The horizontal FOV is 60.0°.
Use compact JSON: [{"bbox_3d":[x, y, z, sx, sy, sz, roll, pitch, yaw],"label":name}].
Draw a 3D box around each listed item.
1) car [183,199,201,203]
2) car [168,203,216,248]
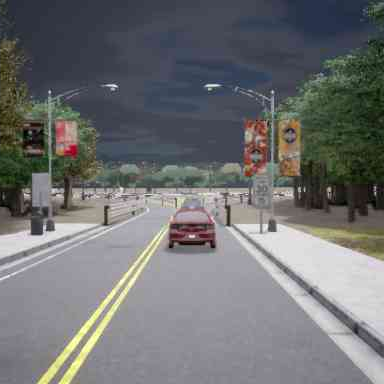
[{"bbox_3d":[0.001,1.356,29.624,2.097,1.767,4.553,0,0,0],"label":"car"},{"bbox_3d":[0.000,1.479,14.652,1.882,1.535,5.008,0,0,0],"label":"car"}]
